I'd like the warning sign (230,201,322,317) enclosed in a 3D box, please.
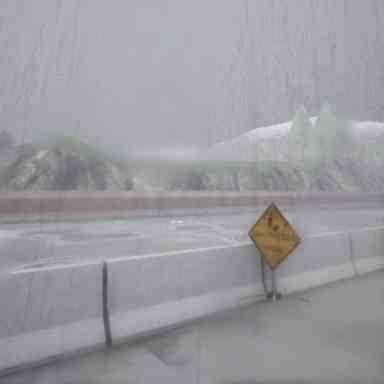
[{"bbox_3d":[1.548,1.115,6.263,1.060,1.860,1.300,0,0,-35],"label":"warning sign"}]
